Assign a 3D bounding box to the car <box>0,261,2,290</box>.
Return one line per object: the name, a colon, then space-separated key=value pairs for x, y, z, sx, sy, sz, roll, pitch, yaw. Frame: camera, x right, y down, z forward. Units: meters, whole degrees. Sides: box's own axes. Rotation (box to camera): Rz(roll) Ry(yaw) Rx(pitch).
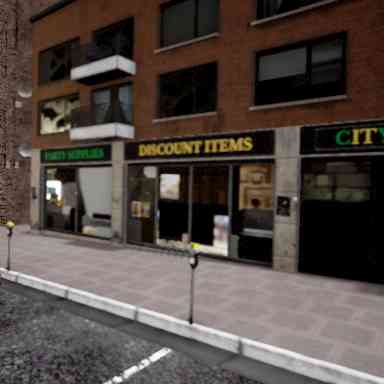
car: x=-5.721 y=1.480 z=6.930 sx=4.507 sy=1.381 sz=1.887 roll=1 pitch=2 yaw=35
